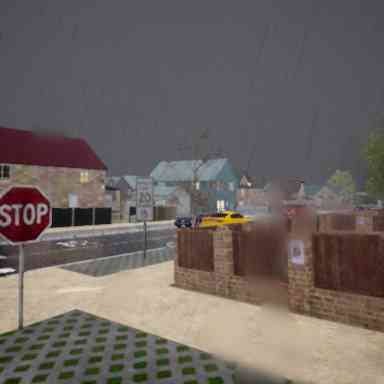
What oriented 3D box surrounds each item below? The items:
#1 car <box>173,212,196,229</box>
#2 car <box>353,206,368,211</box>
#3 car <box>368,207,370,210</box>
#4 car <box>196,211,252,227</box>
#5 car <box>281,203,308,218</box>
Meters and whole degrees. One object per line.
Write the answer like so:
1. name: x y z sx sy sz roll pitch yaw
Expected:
1. car: 0.615 2.234 25.874 1.895 1.301 4.718 1 -1 35
2. car: 36.119 3.804 71.786 1.812 1.442 4.674 1 -1 35
3. car: 41.737 4.208 79.844 2.033 1.411 5.357 1 -1 35
4. car: 2.644 2.135 23.796 1.882 1.535 5.008 1 -1 35
5. car: 13.945 2.555 44.821 2.150 2.045 5.566 1 -2 35
